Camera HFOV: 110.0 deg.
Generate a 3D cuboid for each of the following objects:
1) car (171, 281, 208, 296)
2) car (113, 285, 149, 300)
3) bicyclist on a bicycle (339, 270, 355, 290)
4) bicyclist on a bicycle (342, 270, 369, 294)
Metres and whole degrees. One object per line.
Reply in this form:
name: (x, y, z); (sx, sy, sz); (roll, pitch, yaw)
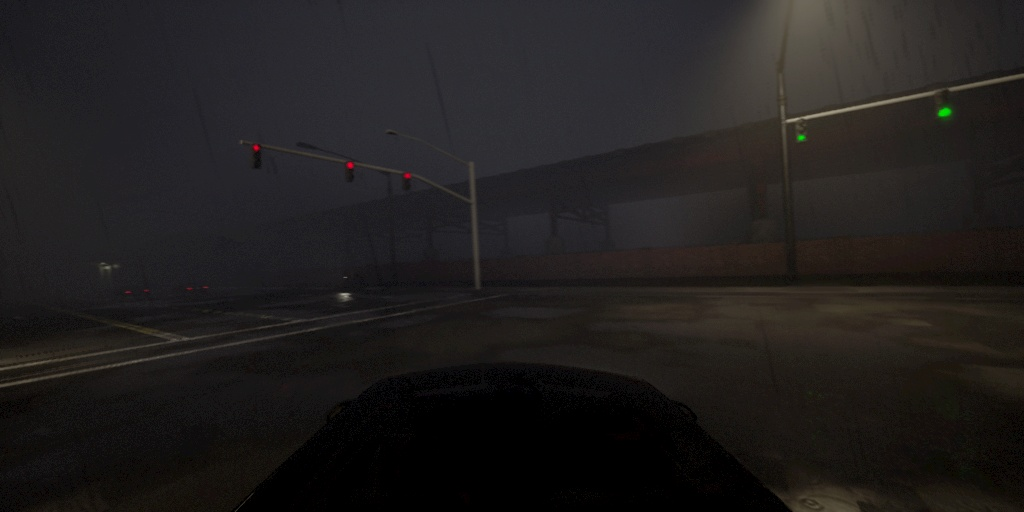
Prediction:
car: (-33.282, 3.345, 36.977); (5.357, 1.411, 2.033); (-3, 0, 34)
car: (-38.918, 3.646, 36.631); (5.357, 1.411, 2.033); (-3, 0, 33)
bicyclist on a bicycle: (-14.540, 2.049, 31.548); (0.582, 1.620, 1.656); (-3, 0, -1)
bicyclist on a bicycle: (-11.780, 2.024, 27.365); (1.656, 1.620, 0.582); (-3, 0, -45)
